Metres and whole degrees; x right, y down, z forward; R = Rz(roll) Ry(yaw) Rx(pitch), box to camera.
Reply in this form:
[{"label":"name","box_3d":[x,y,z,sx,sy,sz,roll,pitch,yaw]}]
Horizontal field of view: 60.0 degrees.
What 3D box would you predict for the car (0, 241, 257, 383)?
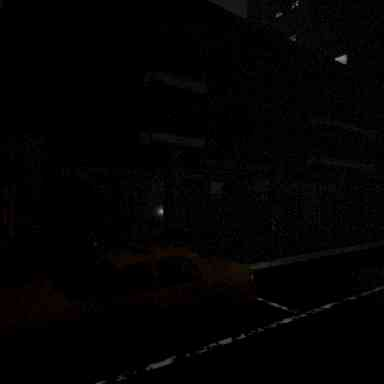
[{"label":"car","box_3d":[-1.077,1.527,5.304,4.829,1.417,1.752,0,2,-35]}]
